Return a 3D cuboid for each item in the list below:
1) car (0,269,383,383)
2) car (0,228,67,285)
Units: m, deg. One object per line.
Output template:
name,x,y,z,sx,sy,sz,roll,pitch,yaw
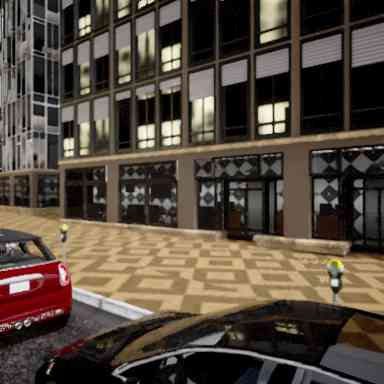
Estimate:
car,0.615,1.552,2.474,4.313,1.339,1.947,1,0,36
car,-3.957,1.325,5.851,4.097,1.590,1.967,1,0,37
